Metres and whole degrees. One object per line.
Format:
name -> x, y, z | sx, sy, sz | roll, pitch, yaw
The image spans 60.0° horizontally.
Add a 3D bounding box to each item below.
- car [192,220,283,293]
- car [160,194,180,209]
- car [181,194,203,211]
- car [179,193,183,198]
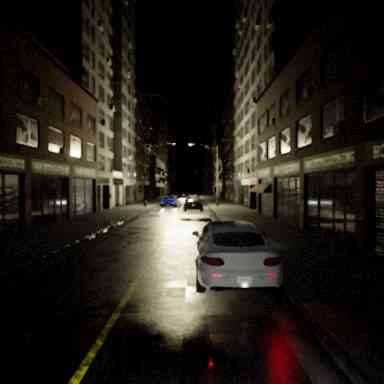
car -> 0.988, 1.448, 8.488 | 1.812, 1.442, 4.674 | 0, 1, 0
car -> -2.724, 1.185, 39.997 | 1.812, 1.442, 4.674 | 0, 0, 0
car -> 0.163, 1.262, 35.006 | 1.994, 1.385, 4.181 | 0, 0, 1
car -> -2.503, 0.908, 81.015 | 2.033, 1.411, 5.357 | 0, 0, 0
